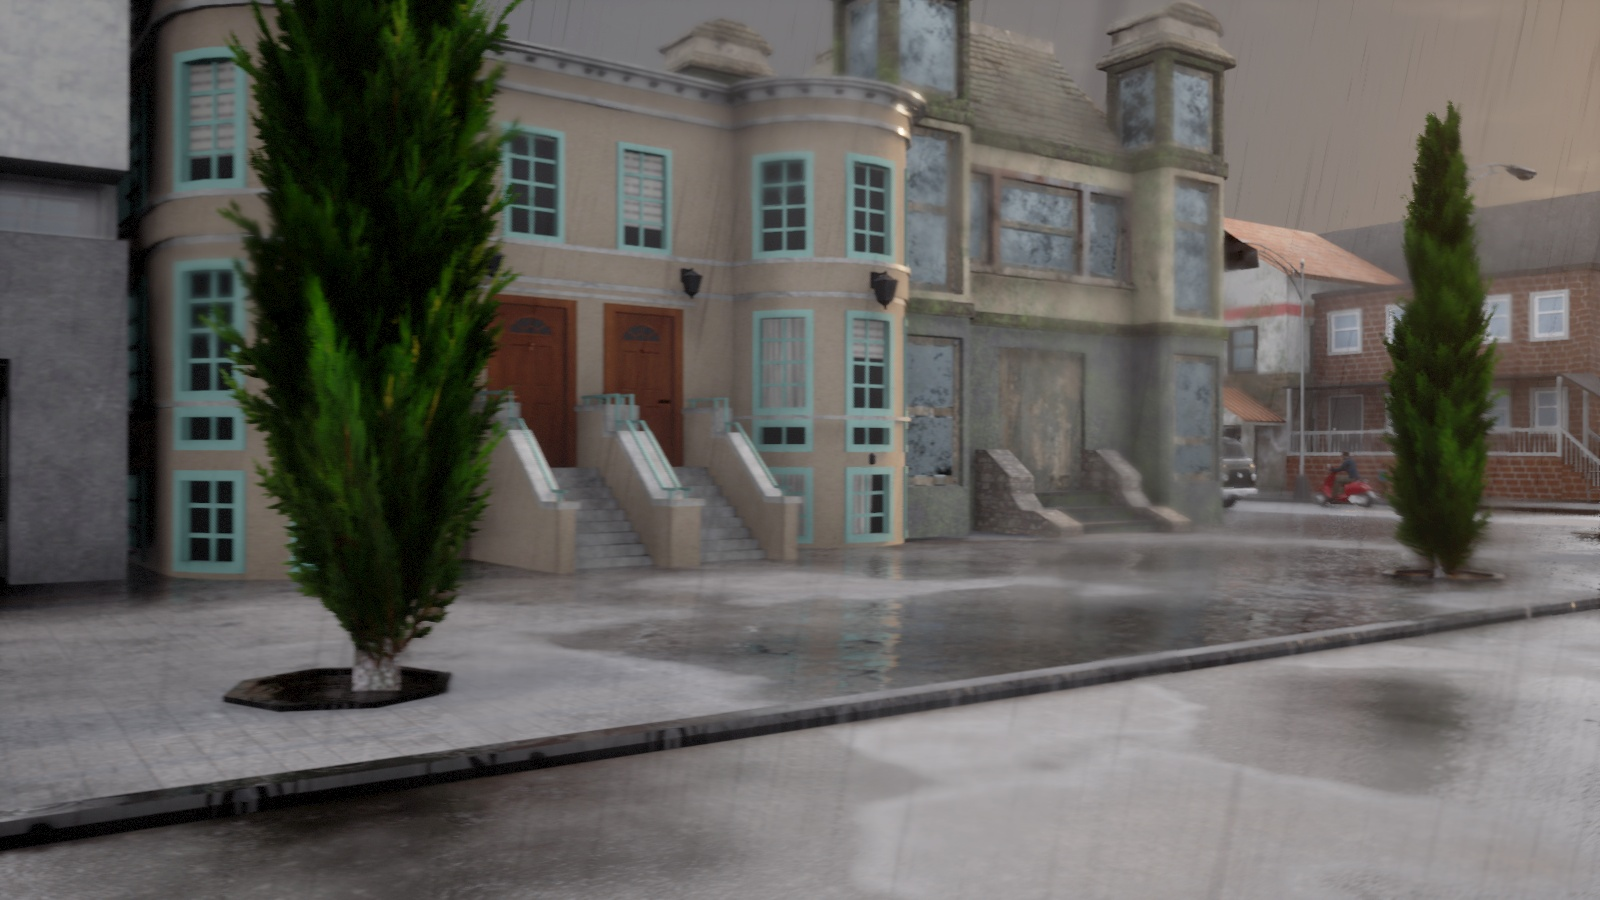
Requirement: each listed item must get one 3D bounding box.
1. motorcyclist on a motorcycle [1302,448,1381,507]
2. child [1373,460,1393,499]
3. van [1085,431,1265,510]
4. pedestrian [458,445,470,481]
[{"bbox_3d":[15.051,0.752,34.945,0.866,1.590,1.817,0,0,-35],"label":"motorcyclist on a motorcycle"},{"bbox_3d":[17.877,0.891,38.511,0.343,1.192,0.448,0,0,-43],"label":"child"},{"bbox_3d":[10.304,0.532,34.792,2.069,2.038,4.480,0,0,-34],"label":"van"},{"bbox_3d":[-17.329,0.649,64.750,0.354,1.836,0.706,0,0,-37],"label":"pedestrian"}]
